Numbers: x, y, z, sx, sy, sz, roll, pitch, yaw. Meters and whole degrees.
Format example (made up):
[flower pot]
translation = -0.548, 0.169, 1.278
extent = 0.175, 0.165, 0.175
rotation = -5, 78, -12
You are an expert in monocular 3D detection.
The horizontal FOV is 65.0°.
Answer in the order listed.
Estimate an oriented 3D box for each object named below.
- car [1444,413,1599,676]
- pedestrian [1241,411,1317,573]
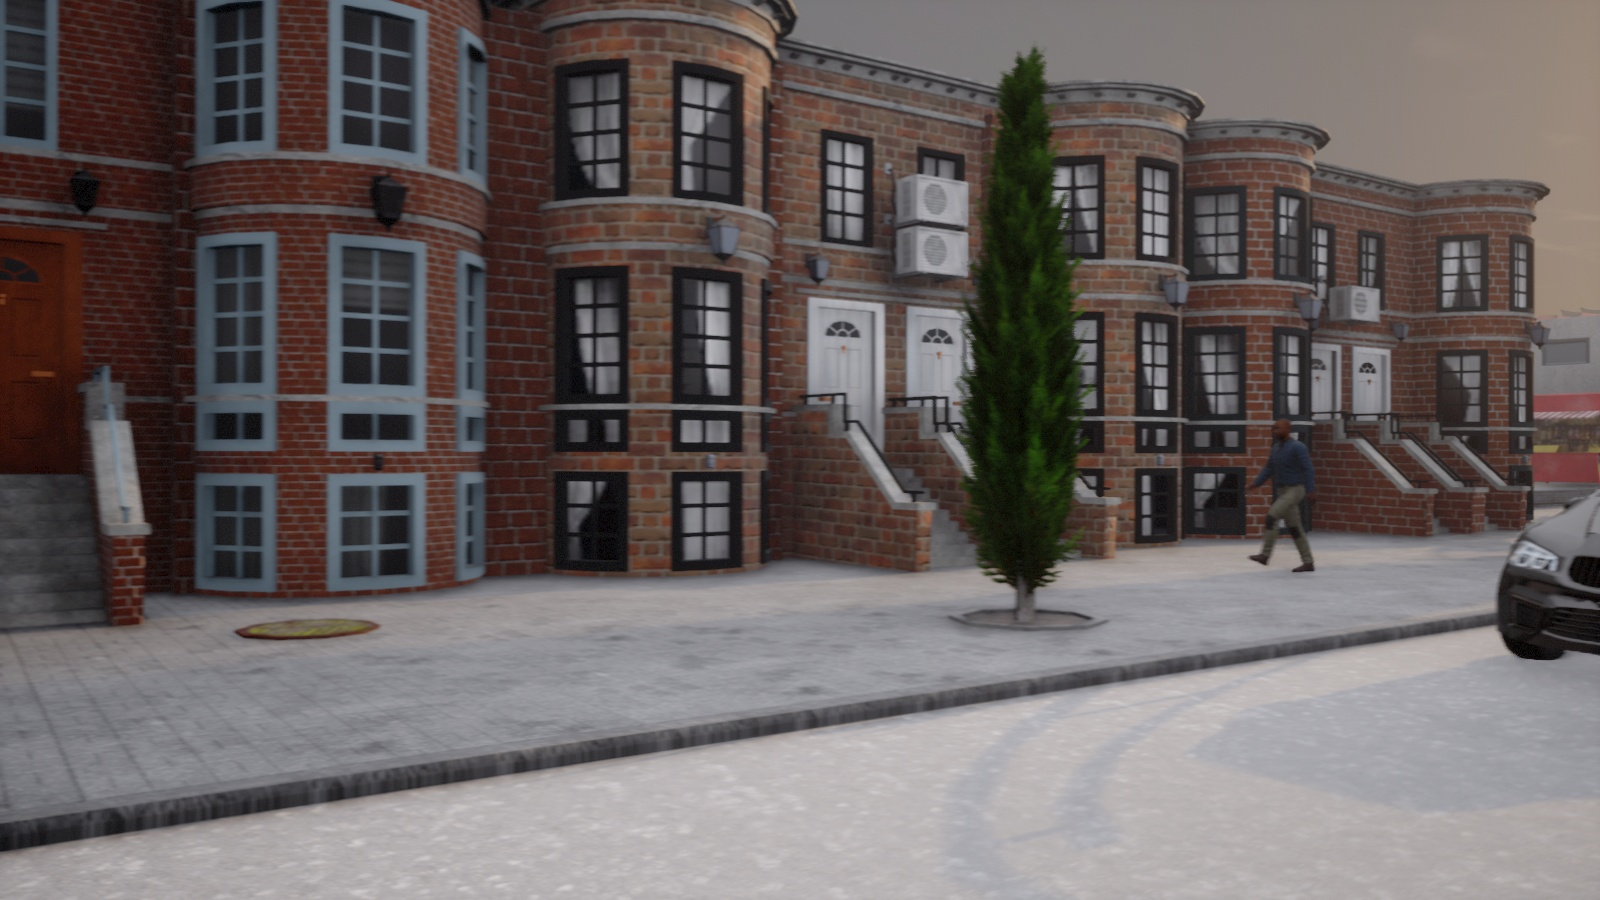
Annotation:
[car]
translation = 7.028, 0.597, 9.161
extent = 4.611, 1.667, 2.242
rotation = 0, 0, -35
[pedestrian]
translation = 5.532, 0.479, 14.512
extent = 0.726, 1.835, 0.370
rotation = 0, 0, -9
